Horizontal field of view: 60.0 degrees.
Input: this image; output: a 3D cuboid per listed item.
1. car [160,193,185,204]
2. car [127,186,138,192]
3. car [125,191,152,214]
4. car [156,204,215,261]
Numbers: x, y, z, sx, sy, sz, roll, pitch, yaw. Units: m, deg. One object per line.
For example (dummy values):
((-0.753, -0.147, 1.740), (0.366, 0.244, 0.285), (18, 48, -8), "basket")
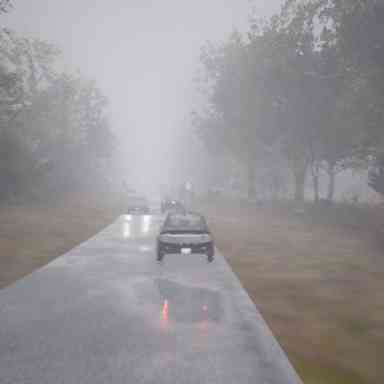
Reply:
((-1.851, 0.845, 30.609), (2.097, 1.767, 4.553), (1, 2, -7), "car")
((-12.459, -0.411, 69.172), (1.882, 1.535, 5.008), (2, 1, -15), "car")
((-4.550, 1.005, 28.421), (1.837, 1.490, 4.892), (1, 2, -7), "car")
((-0.283, 1.469, 12.225), (2.128, 1.511, 4.902), (0, 1, -3), "car")
